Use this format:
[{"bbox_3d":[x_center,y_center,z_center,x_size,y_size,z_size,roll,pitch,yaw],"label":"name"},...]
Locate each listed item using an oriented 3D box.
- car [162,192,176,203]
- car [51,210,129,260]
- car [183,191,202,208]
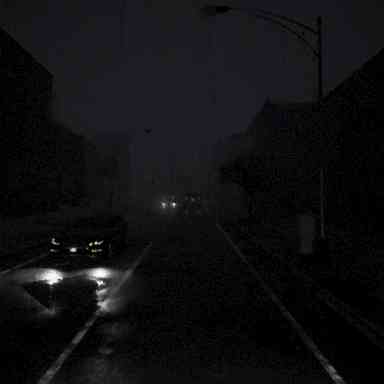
[{"bbox_3d":[-3.691,0.843,53.780,2.097,1.767,4.553,0,1,-1],"label":"car"},{"bbox_3d":[-3.604,1.504,12.518,1.837,1.490,4.892,0,0,0],"label":"car"},{"bbox_3d":[0.077,0.935,42.816,2.150,2.045,5.566,0,1,0],"label":"car"}]
